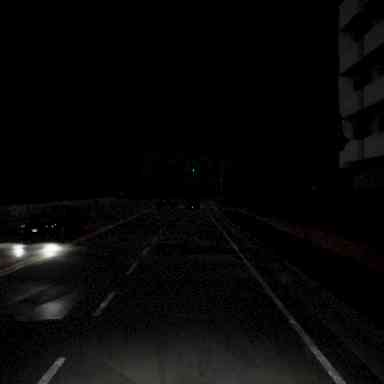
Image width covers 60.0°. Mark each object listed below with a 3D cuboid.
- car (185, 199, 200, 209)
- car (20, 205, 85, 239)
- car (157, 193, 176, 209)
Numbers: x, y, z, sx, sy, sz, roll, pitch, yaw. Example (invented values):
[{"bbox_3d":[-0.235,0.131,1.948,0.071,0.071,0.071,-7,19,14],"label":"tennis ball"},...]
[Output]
[{"bbox_3d":[0.074,1.573,43.458,1.895,1.301,4.718,0,0,0],"label":"car"},{"bbox_3d":[-7.083,1.493,17.409,1.837,1.490,4.892,0,0,0],"label":"car"},{"bbox_3d":[-3.424,1.192,44.173,2.150,2.045,5.566,0,0,0],"label":"car"}]
